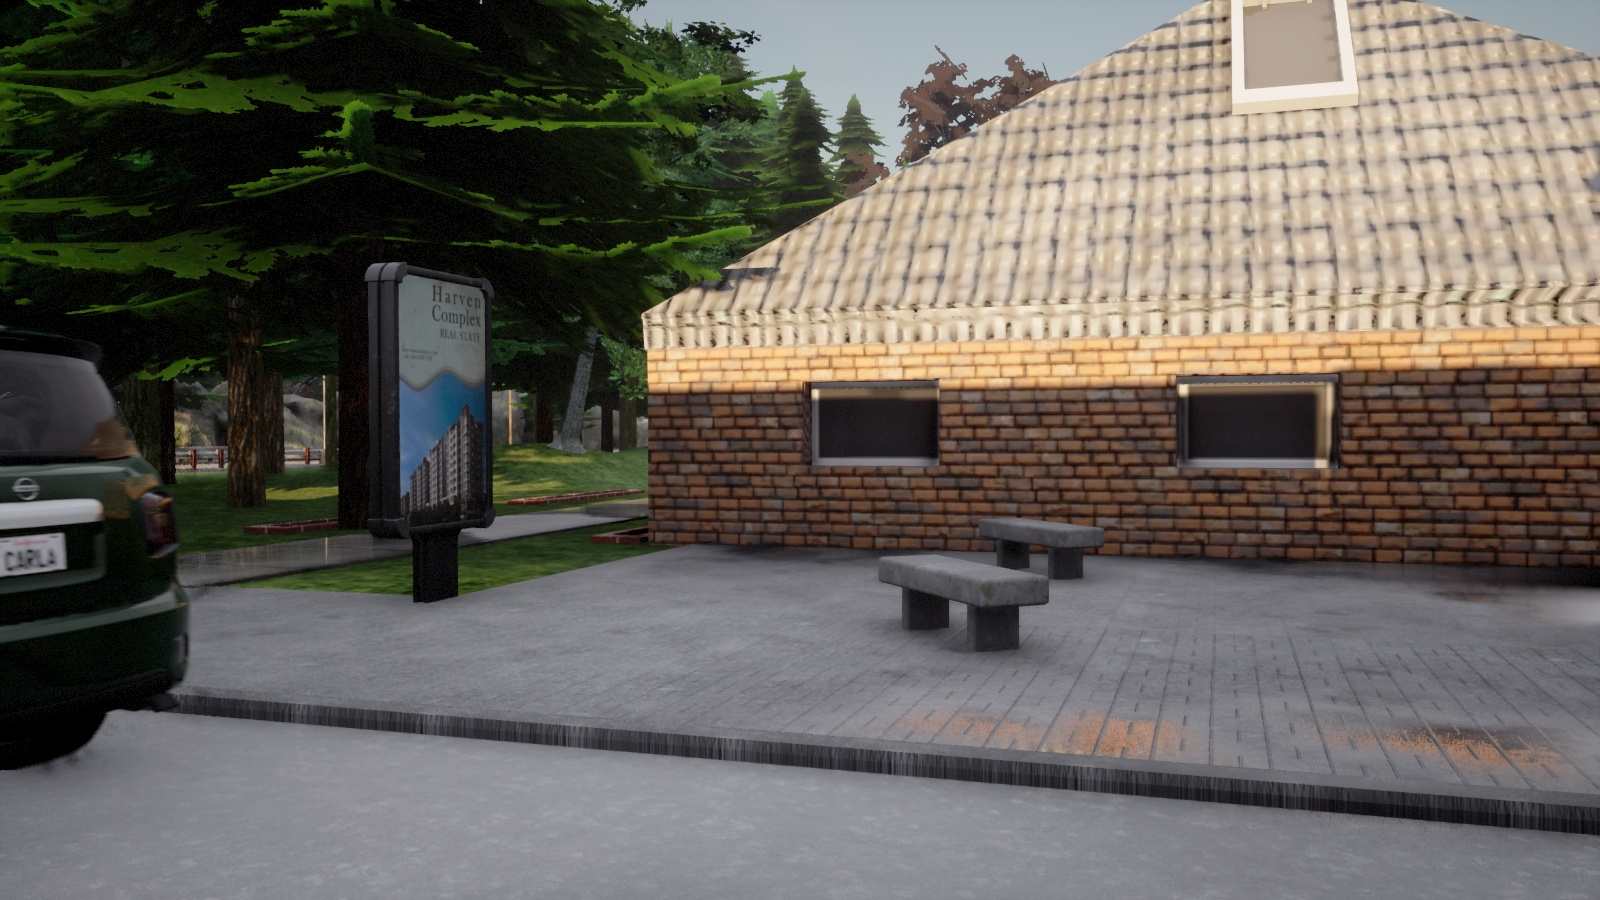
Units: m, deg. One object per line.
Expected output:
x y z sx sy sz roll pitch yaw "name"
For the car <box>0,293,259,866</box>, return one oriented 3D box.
-5.429 0.436 5.542 5.566 2.045 2.150 1 1 19 "car"
